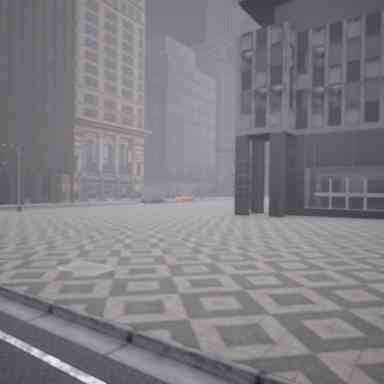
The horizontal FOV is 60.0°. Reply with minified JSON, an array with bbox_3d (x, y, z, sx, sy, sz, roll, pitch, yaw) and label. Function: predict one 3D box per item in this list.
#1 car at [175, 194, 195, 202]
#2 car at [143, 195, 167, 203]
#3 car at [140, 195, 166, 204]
[{"bbox_3d":[-1.385,1.205,67.445,2.097,1.767,4.553,1,1,35],"label":"car"},{"bbox_3d":[-7.191,1.338,64.450,1.837,1.490,4.892,1,1,35],"label":"car"},{"bbox_3d":[-6.925,1.443,59.544,2.033,1.411,5.357,1,1,36],"label":"car"}]
